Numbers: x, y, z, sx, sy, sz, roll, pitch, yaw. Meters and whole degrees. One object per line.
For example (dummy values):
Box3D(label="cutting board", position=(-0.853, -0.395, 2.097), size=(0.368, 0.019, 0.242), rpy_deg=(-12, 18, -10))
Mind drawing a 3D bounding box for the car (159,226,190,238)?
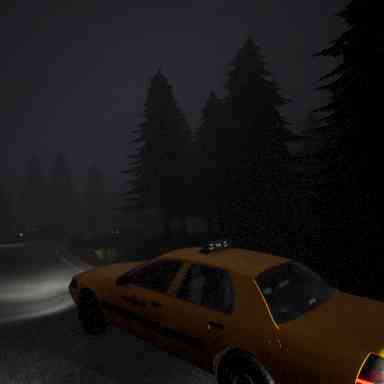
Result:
Box3D(label="car", position=(-2.309, 5.544, 46.279), size=(1.882, 1.535, 5.008), rpy_deg=(-5, -8, 30))

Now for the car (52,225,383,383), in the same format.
Box3D(label="car", position=(0.125, 1.441, 4.751), size=(5.366, 1.575, 1.801), rpy_deg=(0, 1, 43))

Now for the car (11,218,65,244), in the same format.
Box3D(label="car", position=(-12.734, 3.228, 28.170), size=(2.150, 2.045, 5.566), rpy_deg=(-4, -7, 7))

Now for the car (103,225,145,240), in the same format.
Box3D(label="car", position=(-7.433, 4.510, 36.974), size=(2.033, 1.411, 5.357), rpy_deg=(-4, -8, 20))
